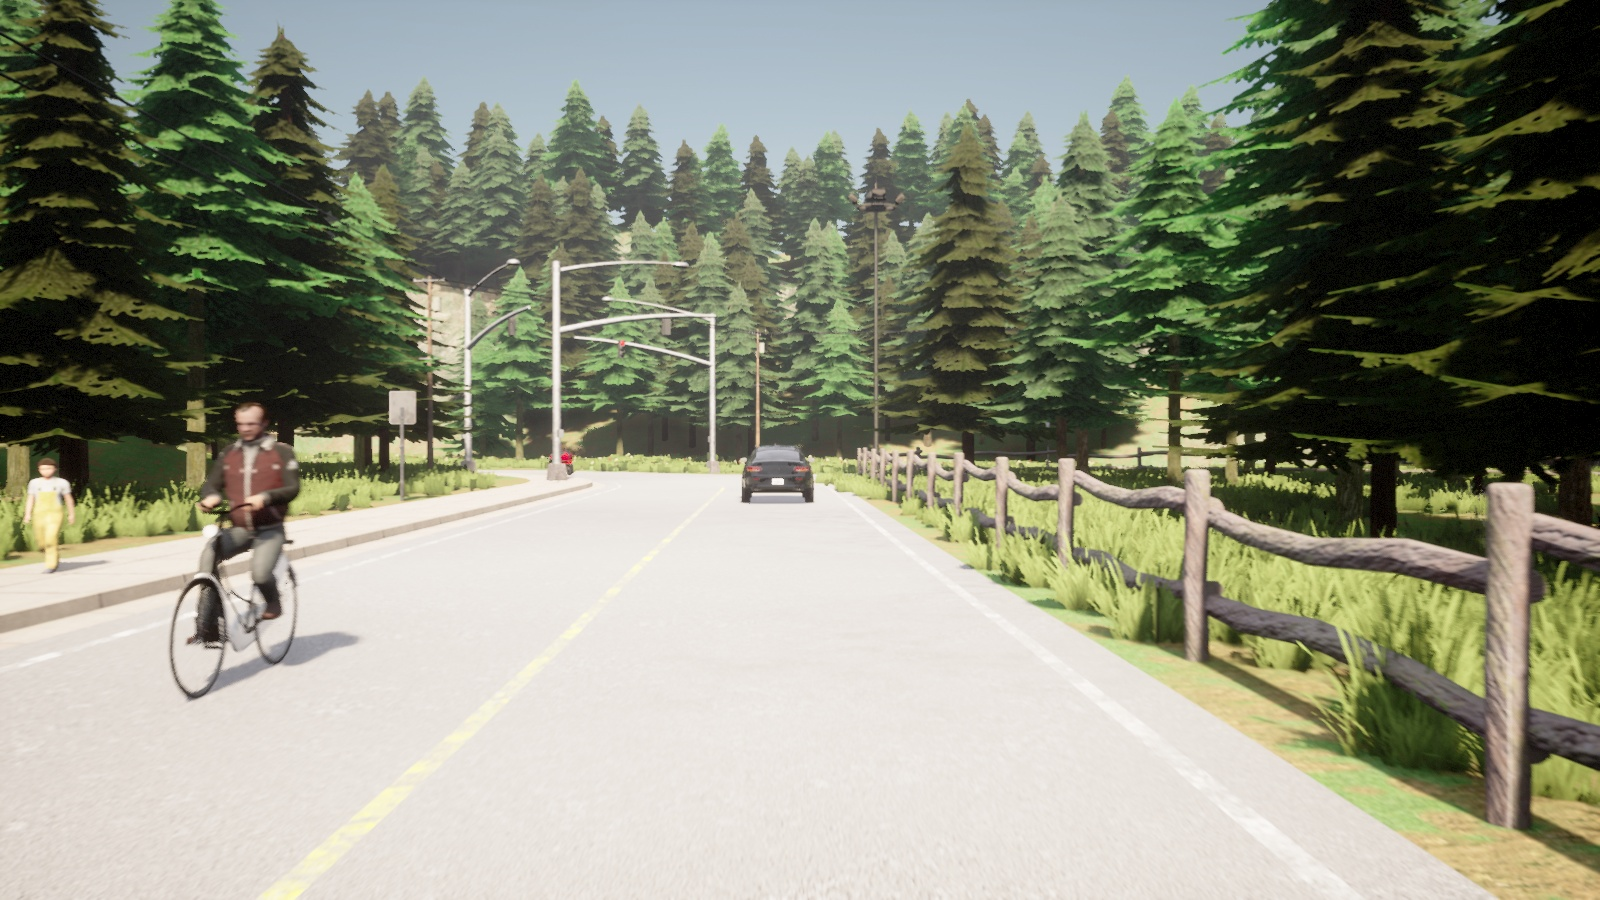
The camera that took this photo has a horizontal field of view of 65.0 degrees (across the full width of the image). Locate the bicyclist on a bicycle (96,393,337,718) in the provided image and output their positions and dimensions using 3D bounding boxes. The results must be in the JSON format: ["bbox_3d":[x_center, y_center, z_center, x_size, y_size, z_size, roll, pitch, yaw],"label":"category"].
[{"bbox_3d":[-3.528,0.572,7.787,0.659,1.776,1.843,0,0,-1],"label":"bicyclist on a bicycle"}]

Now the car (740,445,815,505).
[{"bbox_3d":[-0.587,0.596,32.650,1.812,1.442,4.674,0,0,-1],"label":"car"}]

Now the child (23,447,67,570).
[{"bbox_3d":[-7.883,0.601,13.119,0.270,1.263,0.437,0,0,-14],"label":"child"}]

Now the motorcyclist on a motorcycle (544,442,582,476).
[{"bbox_3d":[-10.982,0.401,58.121,0.797,1.523,2.044,-1,1,-41],"label":"motorcyclist on a motorcycle"}]
